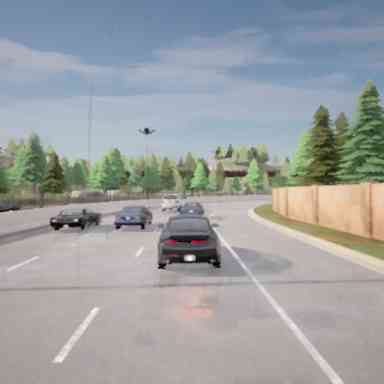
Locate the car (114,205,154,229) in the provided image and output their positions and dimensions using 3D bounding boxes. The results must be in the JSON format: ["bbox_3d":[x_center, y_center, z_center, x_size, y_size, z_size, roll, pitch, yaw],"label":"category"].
[{"bbox_3d":[-3.747,1.591,21.993,2.033,1.411,5.357,-1,0,0],"label":"car"}]

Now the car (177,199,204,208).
[{"bbox_3d":[0.096,1.573,29.465,1.994,1.385,4.181,-1,0,5],"label":"car"}]

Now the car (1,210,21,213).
[{"bbox_3d":[-17.632,1.705,30.213,1.882,1.535,5.008,-1,0,4],"label":"car"}]

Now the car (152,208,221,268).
[{"bbox_3d":[-0.117,1.510,11.285,1.837,1.490,4.892,-1,0,-1],"label":"car"}]

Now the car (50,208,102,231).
[{"bbox_3d":[-7.274,1.679,21.402,1.895,1.301,4.718,-1,0,0],"label":"car"}]

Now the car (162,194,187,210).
[{"bbox_3d":[-1.990,1.256,39.750,2.150,2.045,5.566,-1,0,11],"label":"car"}]
